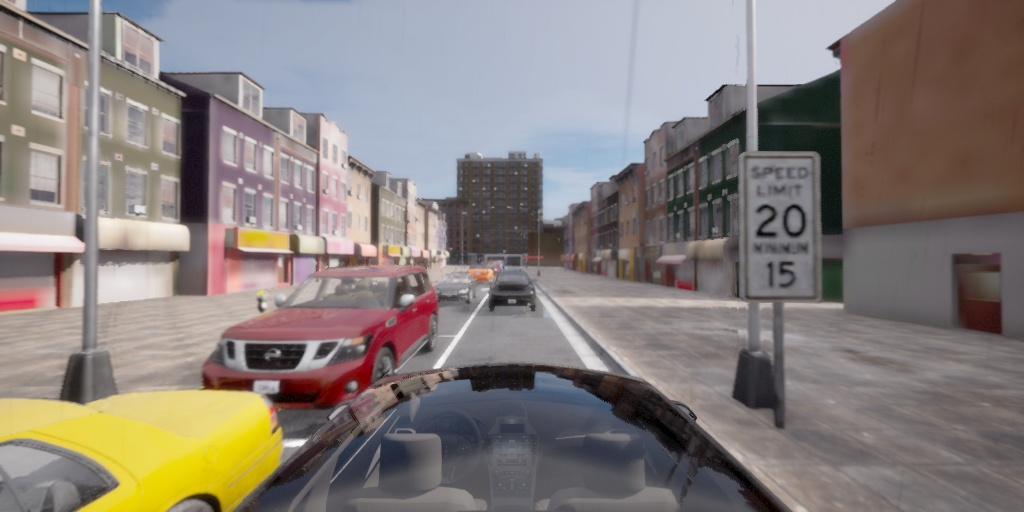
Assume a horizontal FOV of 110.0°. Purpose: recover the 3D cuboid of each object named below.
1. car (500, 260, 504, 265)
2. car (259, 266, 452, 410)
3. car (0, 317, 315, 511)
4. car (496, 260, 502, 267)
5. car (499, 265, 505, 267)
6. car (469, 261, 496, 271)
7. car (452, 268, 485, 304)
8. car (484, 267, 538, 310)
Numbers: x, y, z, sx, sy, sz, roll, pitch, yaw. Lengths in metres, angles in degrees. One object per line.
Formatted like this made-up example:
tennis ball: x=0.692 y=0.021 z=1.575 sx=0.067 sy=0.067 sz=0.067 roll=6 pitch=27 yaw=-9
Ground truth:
car: x=-2.619 y=1.575 z=49.909 sx=2.192 sy=1.841 sz=5.009 roll=0 pitch=0 yaw=0
car: x=-2.635 y=1.111 z=6.359 sx=2.192 sy=1.841 sz=5.009 roll=0 pitch=0 yaw=0
car: x=-2.638 y=1.268 z=0.746 sx=1.751 sy=1.417 sz=4.829 roll=0 pitch=0 yaw=0
car: x=-2.621 y=1.642 z=44.465 sx=1.967 sy=1.591 sz=4.097 roll=0 pitch=0 yaw=0
car: x=0.030 y=1.648 z=30.102 sx=1.895 sy=1.301 sz=4.718 roll=0 pitch=-1 yaw=1
car: x=-2.739 y=1.407 z=30.906 sx=2.097 sy=1.767 sz=4.553 roll=0 pitch=-1 yaw=0
car: x=-2.631 y=1.459 z=17.247 sx=2.007 sy=1.370 sz=4.403 roll=0 pitch=0 yaw=0
car: x=0.029 y=1.396 z=15.365 sx=1.837 sy=1.490 sz=4.892 roll=0 pitch=0 yaw=1
